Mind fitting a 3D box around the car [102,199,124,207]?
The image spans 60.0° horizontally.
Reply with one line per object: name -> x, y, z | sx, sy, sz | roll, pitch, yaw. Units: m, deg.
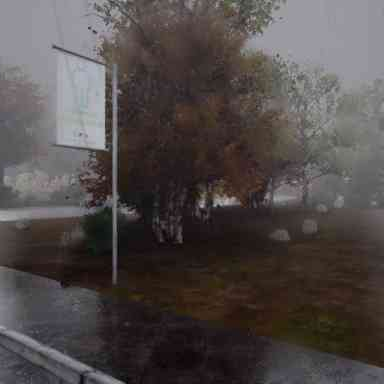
car -> -10.213, 1.464, 47.336 | 1.837, 1.490, 4.892 | 0, 0, 38

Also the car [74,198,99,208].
car -> -14.654, 1.534, 47.331 | 1.994, 1.385, 4.181 | 0, 0, 38
